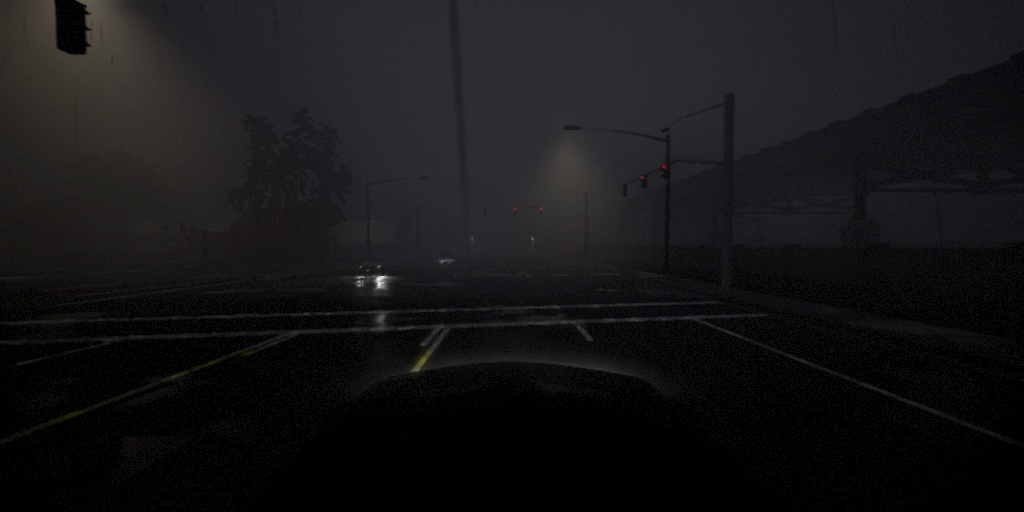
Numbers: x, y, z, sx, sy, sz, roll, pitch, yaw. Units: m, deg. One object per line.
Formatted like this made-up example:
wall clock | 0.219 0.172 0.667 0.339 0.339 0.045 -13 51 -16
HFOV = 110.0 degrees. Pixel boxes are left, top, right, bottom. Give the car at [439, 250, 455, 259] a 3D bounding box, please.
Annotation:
car | -10.480 -0.245 58.261 1.994 1.385 4.181 0 2 0

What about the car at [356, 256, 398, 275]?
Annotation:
car | -10.480 0.706 28.393 1.812 1.442 4.674 0 2 0
